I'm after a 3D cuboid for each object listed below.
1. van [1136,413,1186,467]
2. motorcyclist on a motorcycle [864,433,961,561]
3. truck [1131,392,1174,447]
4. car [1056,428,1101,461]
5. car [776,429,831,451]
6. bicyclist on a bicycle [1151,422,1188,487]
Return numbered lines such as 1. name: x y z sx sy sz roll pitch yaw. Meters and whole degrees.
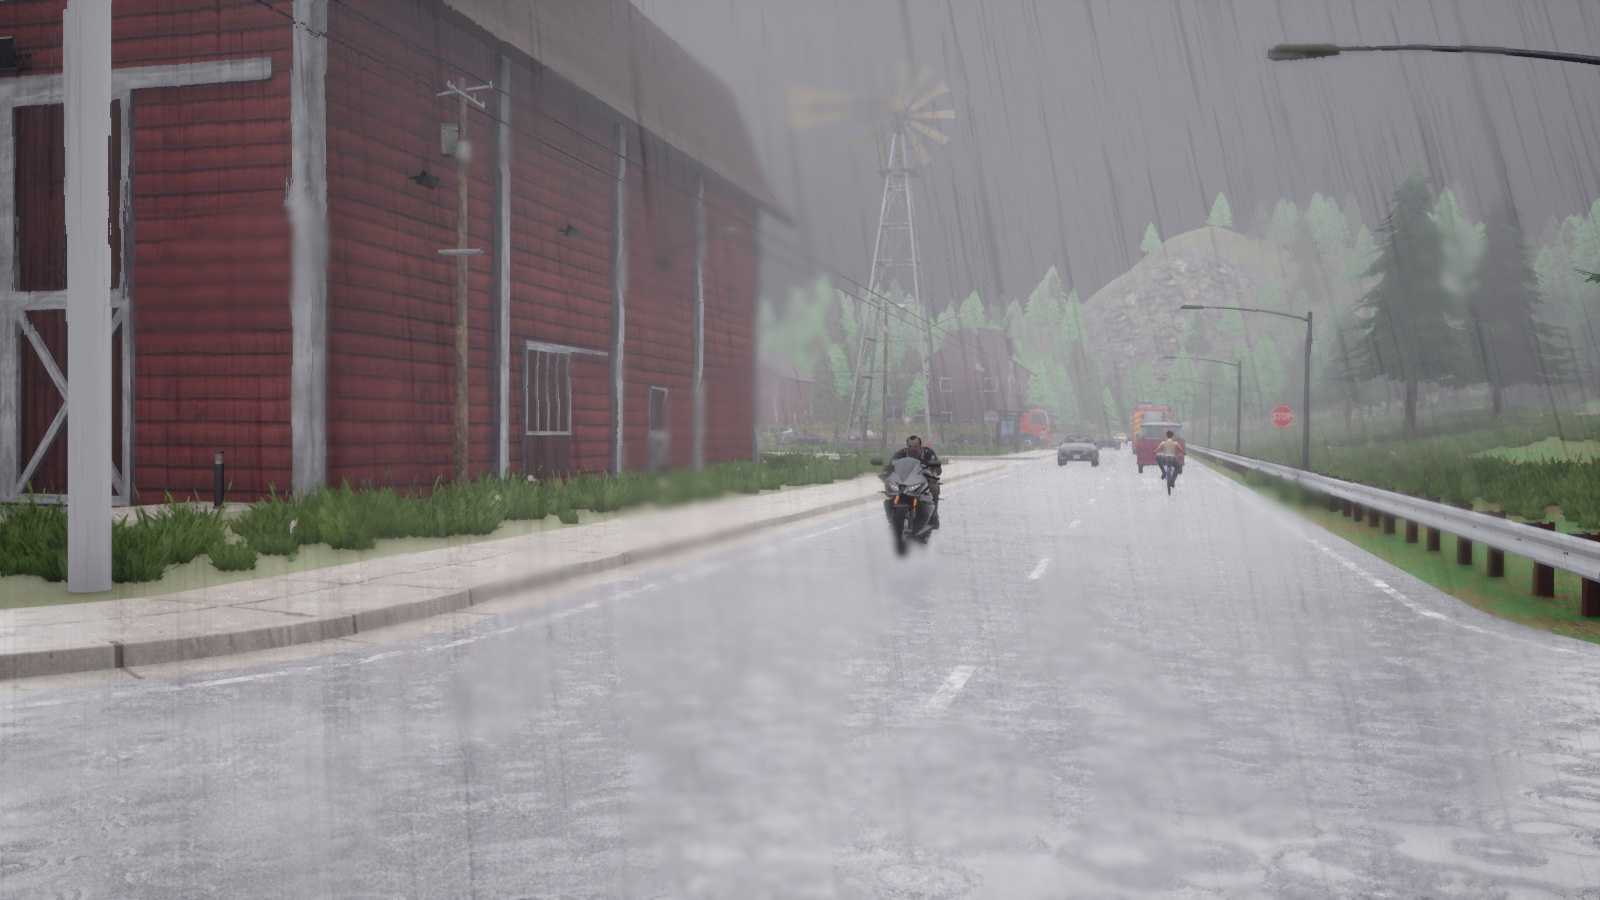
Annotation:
1. van: 14.120 -0.416 49.254 1.775 1.987 4.442 0 1 15
2. motorcyclist on a motorcycle: 1.500 0.561 16.290 0.866 1.530 2.191 0 1 15
3. truck: 25.629 -2.167 91.450 2.891 3.827 8.468 0 1 15
4. car: 12.856 -0.281 57.904 1.816 1.474 4.193 0 1 15
5. car: 0.282 -0.746 93.539 3.705 1.549 1.789 -1 1 -28
6. bicyclist on a bicycle: 9.394 0.109 31.946 0.866 1.612 1.509 0 1 16
